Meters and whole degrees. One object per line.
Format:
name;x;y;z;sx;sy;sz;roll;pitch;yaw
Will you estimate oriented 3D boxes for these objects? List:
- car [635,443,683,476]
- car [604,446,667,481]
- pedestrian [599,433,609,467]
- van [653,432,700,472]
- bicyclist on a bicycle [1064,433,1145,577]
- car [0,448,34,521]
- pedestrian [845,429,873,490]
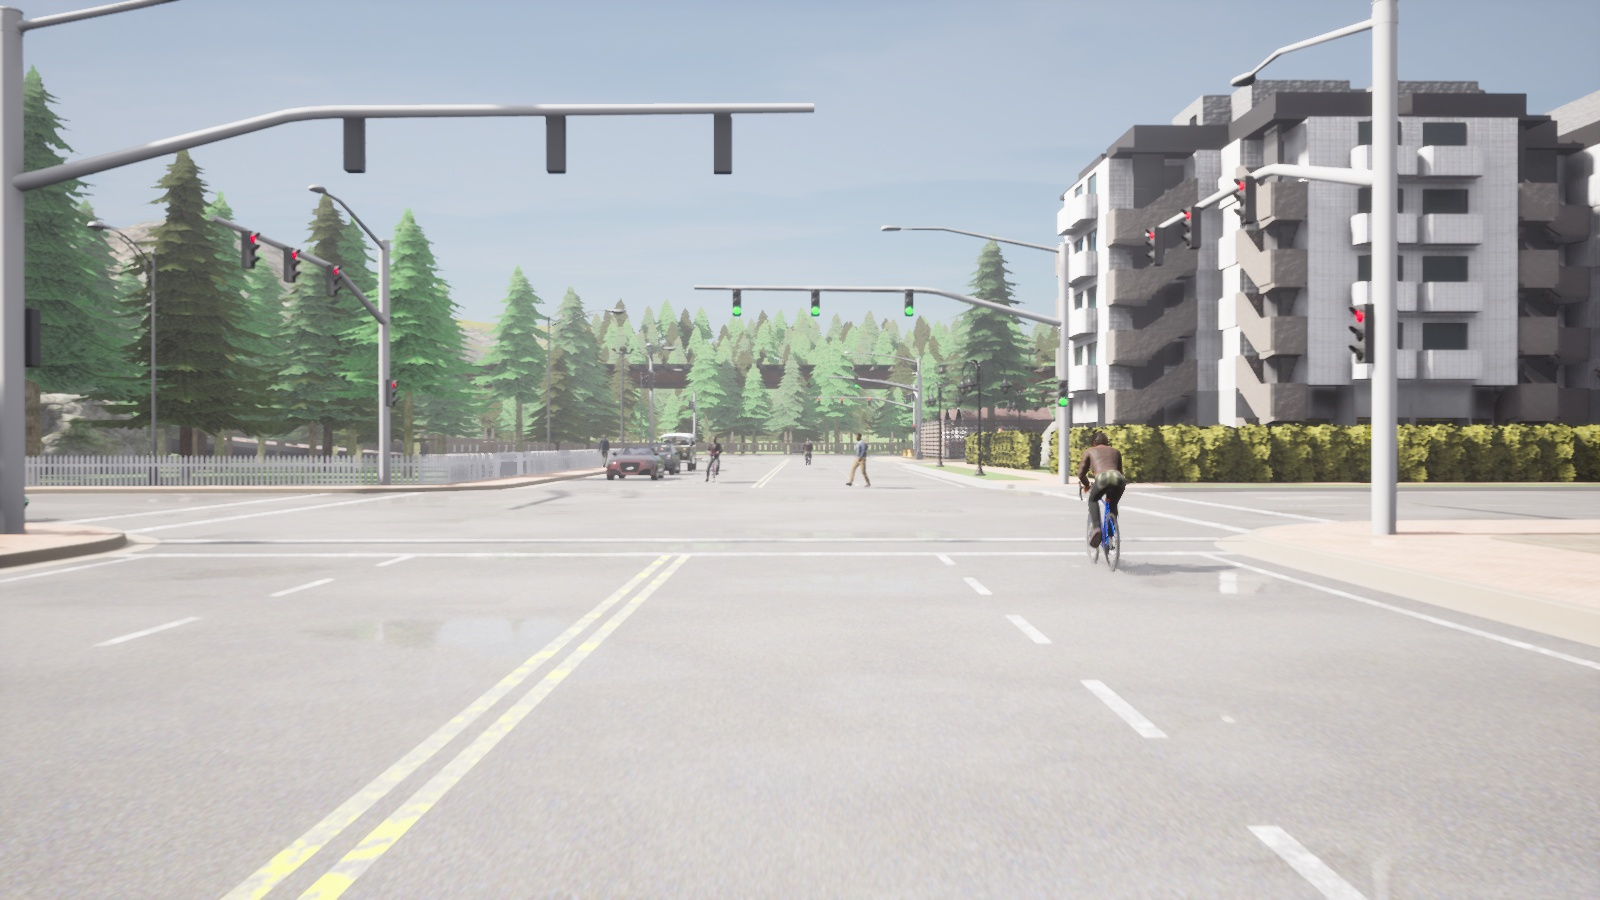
car;-6.629;0.421;59.195;1.845;1.501;3.633;0;0;0
car;-6.677;0.516;51.252;1.994;1.385;4.181;0;0;0
pedestrian;-10.627;0.013;68.114;0.402;1.842;0.726;0;0;1
van;-6.577;0.085;67.425;2.069;2.038;4.480;0;0;1
bicyclist on a bicycle;3.610;0.618;14.994;0.582;1.620;1.656;0;0;1
car;-16.145;0.654;23.903;2.207;1.376;1.481;0;0;1
pedestrian;1.922;0.307;40.773;0.788;1.949;0.423;0;0;-28
